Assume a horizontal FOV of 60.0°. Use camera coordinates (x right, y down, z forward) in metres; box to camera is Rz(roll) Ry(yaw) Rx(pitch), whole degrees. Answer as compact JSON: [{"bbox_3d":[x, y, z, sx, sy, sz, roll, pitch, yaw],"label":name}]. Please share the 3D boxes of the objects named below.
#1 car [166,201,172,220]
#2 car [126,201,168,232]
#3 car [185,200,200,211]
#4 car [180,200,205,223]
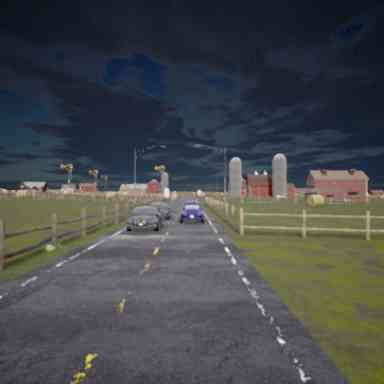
[{"bbox_3d":[-2.755,1.554,29.026,1.837,1.490,4.892,0,0,0],"label":"car"},{"bbox_3d":[-2.766,1.542,20.440,1.837,1.490,4.892,0,-1,0],"label":"car"},{"bbox_3d":[0.065,1.675,42.670,1.895,1.301,4.718,0,0,0],"label":"car"},{"bbox_3d":[0.016,1.570,26.061,1.812,1.442,4.674,0,0,0],"label":"car"}]
